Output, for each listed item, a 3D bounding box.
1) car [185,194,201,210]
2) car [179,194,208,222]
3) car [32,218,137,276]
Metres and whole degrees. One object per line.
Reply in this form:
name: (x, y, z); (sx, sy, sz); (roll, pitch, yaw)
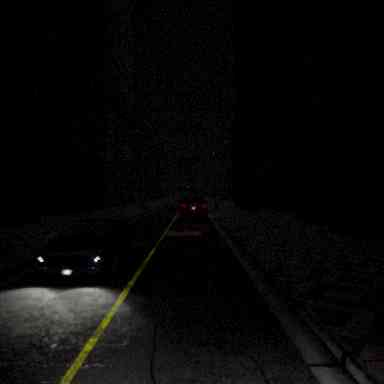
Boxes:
car: (0.121, 1.326, 46.221); (2.150, 2.045, 5.566); (0, 0, 0)
car: (0.112, 1.272, 27.154); (2.150, 2.045, 5.566); (0, 0, 0)
car: (-3.006, 1.559, 10.675); (2.033, 1.411, 5.357); (0, 0, 0)
